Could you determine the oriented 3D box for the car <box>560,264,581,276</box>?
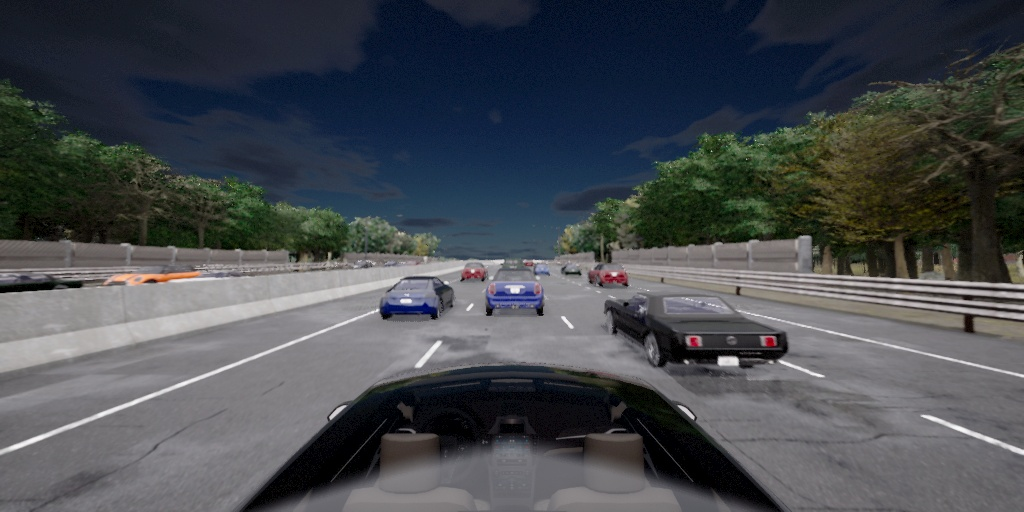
[{"bbox_3d":[7.113,1.636,43.710,1.994,1.385,4.181,0,0,0],"label":"car"}]

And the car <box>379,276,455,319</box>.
[{"bbox_3d":[-3.397,1.437,13.510,1.994,1.385,4.181,0,-1,0],"label":"car"}]

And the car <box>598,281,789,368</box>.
[{"bbox_3d":[3.500,1.425,8.013,1.895,1.301,4.718,0,-1,0],"label":"car"}]

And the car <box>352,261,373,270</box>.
[{"bbox_3d":[-24.521,1.609,58.766,2.128,1.511,4.902,0,0,1],"label":"car"}]

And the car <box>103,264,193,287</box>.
[{"bbox_3d":[-21.092,1.288,21.360,2.097,1.767,4.553,0,0,0],"label":"car"}]

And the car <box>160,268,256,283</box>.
[{"bbox_3d":[-17.594,1.537,21.383,1.895,1.301,4.718,0,0,0],"label":"car"}]

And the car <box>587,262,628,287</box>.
[{"bbox_3d":[7.105,1.329,27.017,2.097,1.767,4.553,0,0,0],"label":"car"}]

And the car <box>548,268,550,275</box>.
[{"bbox_3d":[3.513,1.622,43.943,2.033,1.411,5.357,0,0,0],"label":"car"}]

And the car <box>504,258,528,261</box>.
[{"bbox_3d":[0.109,1.244,33.865,2.150,2.045,5.566,0,0,0],"label":"car"}]

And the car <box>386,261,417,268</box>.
[{"bbox_3d":[-14.069,1.644,45.912,1.994,1.385,4.181,0,0,0],"label":"car"}]

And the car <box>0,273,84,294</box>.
[{"bbox_3d":[-24.595,1.507,17.523,1.895,1.301,4.718,0,0,0],"label":"car"}]

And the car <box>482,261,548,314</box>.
[{"bbox_3d":[0.103,1.234,14.544,2.097,1.767,4.553,0,-1,0],"label":"car"}]

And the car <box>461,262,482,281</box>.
[{"bbox_3d":[-3.391,1.370,33.172,2.097,1.767,4.553,0,0,0],"label":"car"}]
